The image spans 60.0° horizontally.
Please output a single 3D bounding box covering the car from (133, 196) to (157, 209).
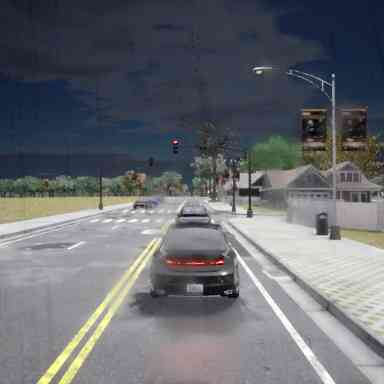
[{"bbox_3d":[-6.622,1.556,45.537,2.033,1.411,5.357,0,0,4],"label":"car"}]

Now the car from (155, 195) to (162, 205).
[{"bbox_3d":[-6.643,1.482,55.634,1.882,1.535,5.008,0,0,0],"label":"car"}]

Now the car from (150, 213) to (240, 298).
[{"bbox_3d":[0.075,1.510,8.500,1.837,1.490,4.892,0,0,1],"label":"car"}]

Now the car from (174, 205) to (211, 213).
[{"bbox_3d":[0.056,1.501,18.770,2.128,1.511,4.902,0,0,-2],"label":"car"}]

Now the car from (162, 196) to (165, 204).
[{"bbox_3d":[-6.603,1.358,65.704,2.097,1.767,4.553,0,0,0],"label":"car"}]
